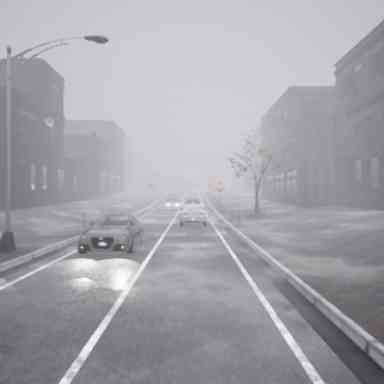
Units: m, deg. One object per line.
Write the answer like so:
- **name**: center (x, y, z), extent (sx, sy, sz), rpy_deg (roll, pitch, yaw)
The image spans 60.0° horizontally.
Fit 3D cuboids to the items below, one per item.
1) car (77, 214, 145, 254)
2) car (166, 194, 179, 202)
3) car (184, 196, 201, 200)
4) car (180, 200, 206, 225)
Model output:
- **car**: center (-3.104, 1.606, 13.486), extent (1.994, 1.385, 4.181), rpy_deg (0, 0, 0)
- **car**: center (-3.084, 0.930, 53.894), extent (1.895, 1.301, 4.718), rpy_deg (0, 3, 0)
- **car**: center (0.072, 1.274, 42.473), extent (2.163, 1.488, 4.792), rpy_deg (-1, 1, 0)
- **car**: center (0.092, 1.597, 24.531), extent (1.812, 1.442, 4.674), rpy_deg (0, 0, 0)
